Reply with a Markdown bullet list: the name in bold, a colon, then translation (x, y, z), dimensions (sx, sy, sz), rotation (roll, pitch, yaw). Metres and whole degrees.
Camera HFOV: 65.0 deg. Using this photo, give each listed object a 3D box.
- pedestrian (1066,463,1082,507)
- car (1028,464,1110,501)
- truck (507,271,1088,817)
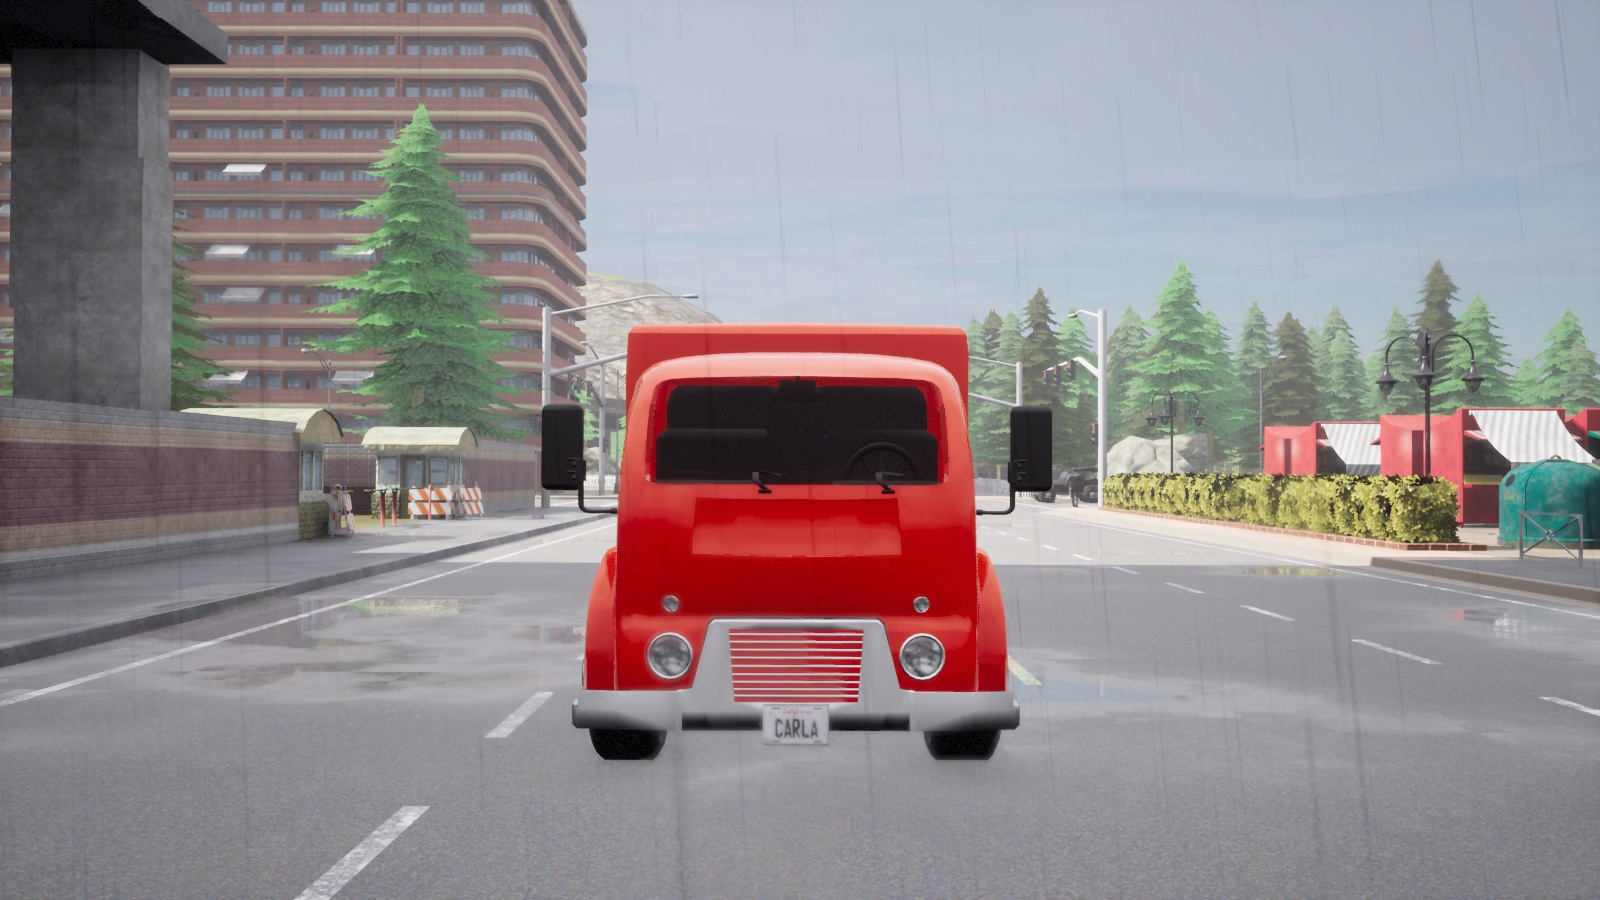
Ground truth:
- **pedestrian**: translation (11.648, 1.485, 53.325), dimensions (0.563, 1.883, 0.849), rotation (0, -1, 7)
- **car**: translation (13.973, 1.705, 65.407), dimensions (3.866, 1.878, 1.905), rotation (0, -1, 0)
- **truck**: translation (-0.022, 0.467, 8.307), dimensions (2.627, 2.467, 5.204), rotation (0, -1, 0)
